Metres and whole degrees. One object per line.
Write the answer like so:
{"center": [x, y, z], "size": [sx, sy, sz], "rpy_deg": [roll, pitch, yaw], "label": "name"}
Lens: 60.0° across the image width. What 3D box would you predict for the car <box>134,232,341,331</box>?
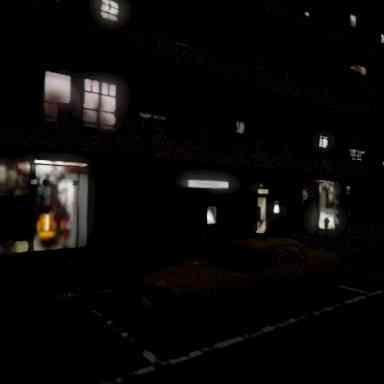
{"center": [1.204, 1.571, 6.952], "size": [4.829, 1.417, 1.752], "rpy_deg": [1, 0, -35], "label": "car"}
